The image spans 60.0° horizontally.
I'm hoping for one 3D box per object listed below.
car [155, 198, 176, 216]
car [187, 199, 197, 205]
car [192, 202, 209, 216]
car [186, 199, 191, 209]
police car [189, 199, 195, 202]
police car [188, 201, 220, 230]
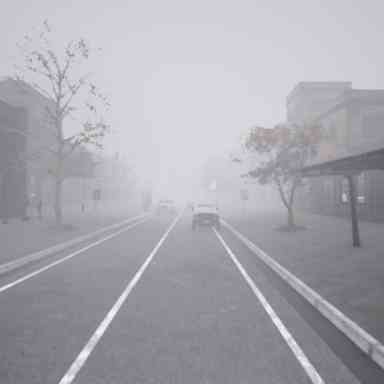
[{"bbox_3d":[-3.098,1.731,40.260,2.150,2.045,5.566,0,-1,0],"label":"car"},{"bbox_3d":[-0.007,2.233,75.006,2.033,1.411,5.357,0,0,0],"label":"car"},{"bbox_3d":[0.896,1.974,39.338,1.882,1.535,5.008,0,-1,0],"label":"car"},{"bbox_3d":[-0.005,2.253,60.007,1.837,1.490,4.892,0,-1,0],"label":"car"},{"bbox_3d":[0.897,1.839,33.449,1.930,1.638,5.238,0,-1,0],"label":"police car"},{"bbox_3d":[0.898,1.699,23.450,1.930,1.638,5.238,0,-1,0],"label":"police car"}]
